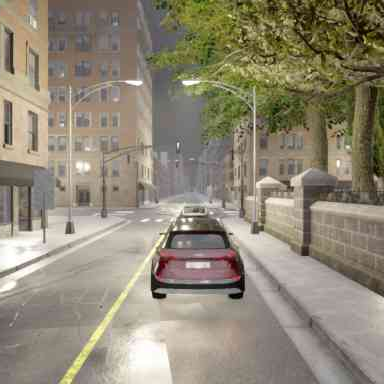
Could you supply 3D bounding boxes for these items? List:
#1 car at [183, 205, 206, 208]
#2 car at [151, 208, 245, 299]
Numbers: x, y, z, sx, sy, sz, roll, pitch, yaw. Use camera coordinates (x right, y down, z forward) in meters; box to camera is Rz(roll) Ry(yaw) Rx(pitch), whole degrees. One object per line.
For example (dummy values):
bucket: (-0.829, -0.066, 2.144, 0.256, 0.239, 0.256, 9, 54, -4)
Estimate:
car: (0.135, 1.503, 18.295, 1.837, 1.490, 4.892, 0, 0, 0)
car: (0.117, 1.430, 8.448, 2.033, 1.649, 4.856, 0, 0, 0)
